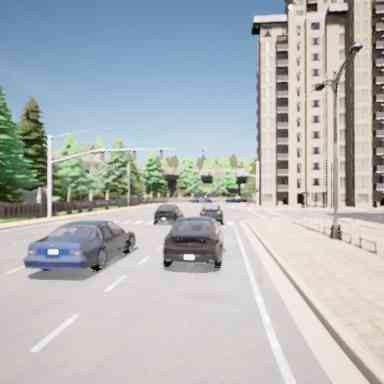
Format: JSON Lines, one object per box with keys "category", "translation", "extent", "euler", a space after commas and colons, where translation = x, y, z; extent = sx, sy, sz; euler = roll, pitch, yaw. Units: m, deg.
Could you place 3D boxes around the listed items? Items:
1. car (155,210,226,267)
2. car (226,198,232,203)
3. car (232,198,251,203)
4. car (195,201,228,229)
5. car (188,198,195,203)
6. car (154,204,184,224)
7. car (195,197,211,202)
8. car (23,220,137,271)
{"category": "car", "translation": [0.173, 1.621, 11.934], "extent": [1.837, 1.490, 4.892], "euler": [0, 0, 6]}
{"category": "car", "translation": [11.480, 2.416, 94.109], "extent": [1.812, 1.442, 4.674], "euler": [-1, -1, 44]}
{"category": "car", "translation": [14.198, 2.371, 91.843], "extent": [4.892, 1.490, 1.837], "euler": [0, -1, -41]}
{"category": "car", "translation": [1.619, 1.748, 26.860], "extent": [2.128, 1.511, 4.902], "euler": [0, 0, 6]}
{"category": "car", "translation": [0.885, 2.408, 91.828], "extent": [2.033, 1.411, 5.357], "euler": [0, -1, 31]}
{"category": "car", "translation": [-1.863, 1.765, 27.212], "extent": [1.837, 1.490, 4.892], "euler": [0, 0, 6]}
{"category": "car", "translation": [3.366, 2.198, 89.085], "extent": [2.097, 1.767, 4.553], "euler": [0, -1, 26]}
{"category": "car", "translation": [-3.418, 1.655, 11.285], "extent": [2.033, 1.411, 5.357], "euler": [0, -1, 6]}
